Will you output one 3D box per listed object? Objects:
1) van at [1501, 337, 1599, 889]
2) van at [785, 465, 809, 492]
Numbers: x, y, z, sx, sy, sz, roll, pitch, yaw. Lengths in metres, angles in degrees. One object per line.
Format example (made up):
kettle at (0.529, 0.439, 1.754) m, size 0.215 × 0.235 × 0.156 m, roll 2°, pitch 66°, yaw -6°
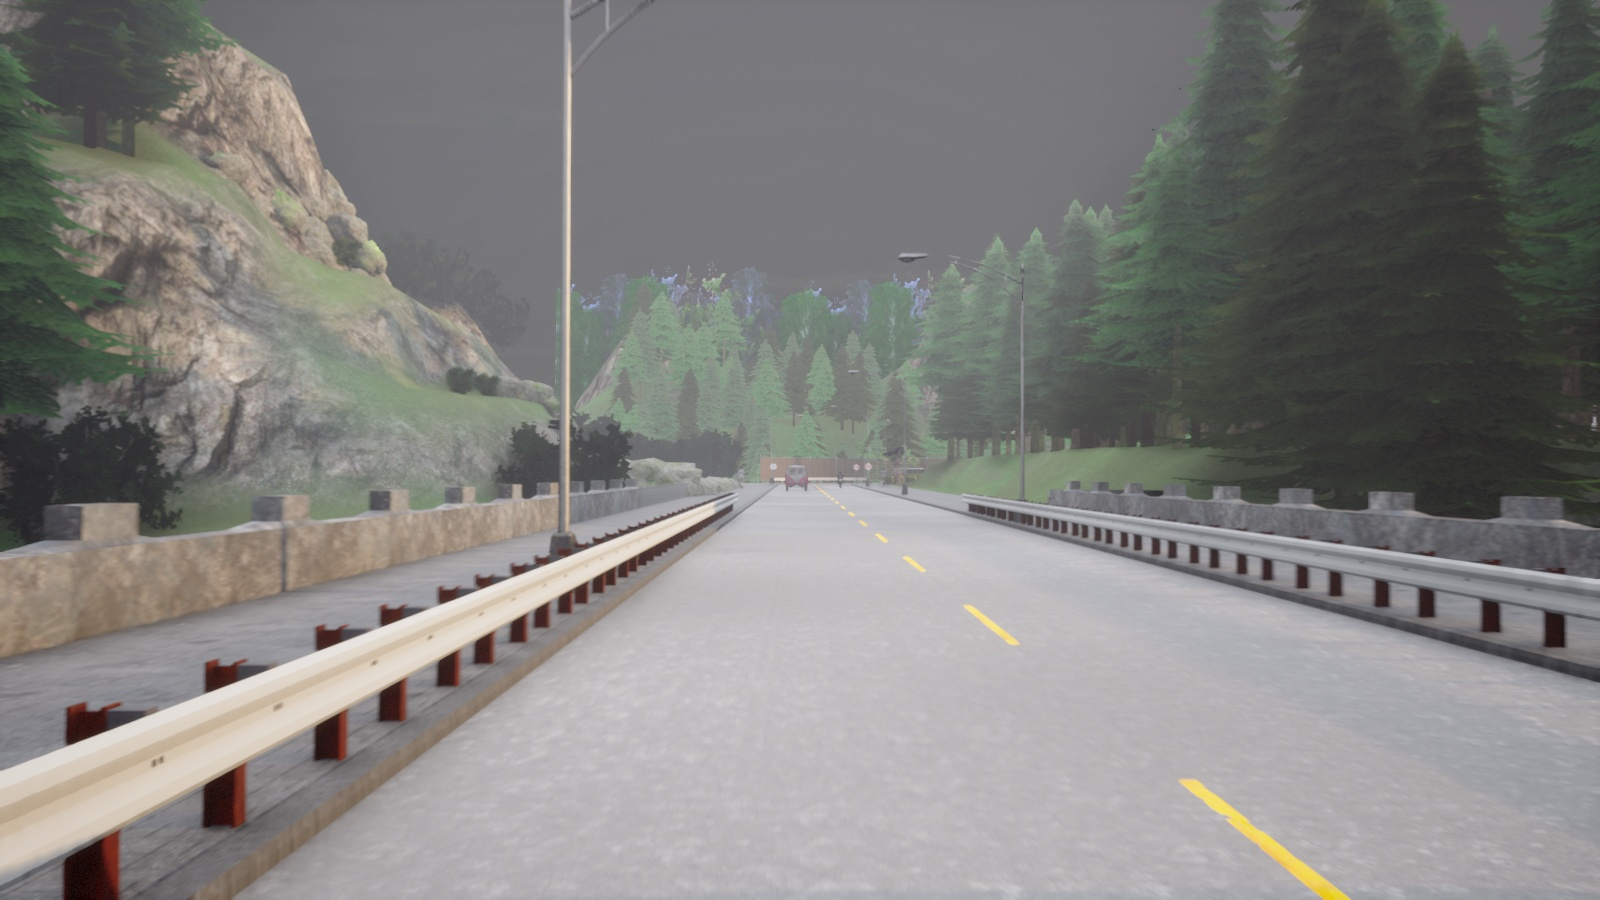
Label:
van at (3.991, 0.573, 3.024) m, size 2.069 × 2.038 × 4.480 m, roll 0°, pitch -1°, yaw 0°
van at (-0.246, 2.186, 96.949) m, size 1.775 × 1.987 × 4.442 m, roll 0°, pitch -1°, yaw 0°
